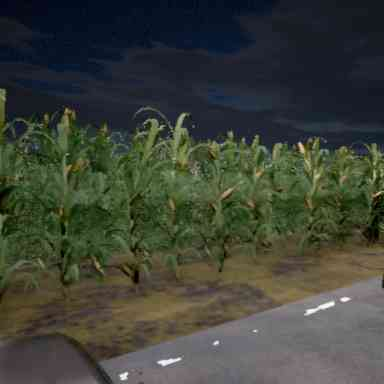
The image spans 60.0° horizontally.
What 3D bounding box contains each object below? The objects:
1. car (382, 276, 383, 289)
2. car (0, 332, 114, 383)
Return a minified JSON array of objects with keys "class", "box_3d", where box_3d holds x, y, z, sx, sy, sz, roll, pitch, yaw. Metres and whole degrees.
[{"class":"car","box_3d":[6.053,1.533,7.403,4.181,1.385,1.994,0,0,-36]},{"class":"car","box_3d":[-2.784,1.553,1.075,5.357,1.411,2.033,0,0,-36]}]
